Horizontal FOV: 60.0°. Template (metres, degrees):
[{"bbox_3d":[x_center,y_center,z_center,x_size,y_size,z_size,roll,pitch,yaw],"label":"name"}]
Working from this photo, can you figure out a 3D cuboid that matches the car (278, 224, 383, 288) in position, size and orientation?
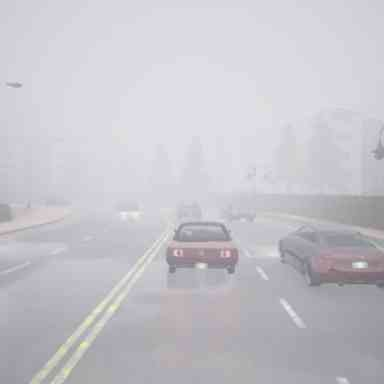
[{"bbox_3d":[3.777,1.584,9.364,1.994,1.385,4.181,1,0,2],"label":"car"}]

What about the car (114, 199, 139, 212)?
[{"bbox_3d":[-7.249,1.433,36.851,1.994,1.385,4.181,1,0,-26],"label":"car"}]

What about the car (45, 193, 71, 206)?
[{"bbox_3d":[-19.328,1.085,47.888,4.553,1.767,2.097,1,0,43],"label":"car"}]

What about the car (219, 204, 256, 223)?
[{"bbox_3d":[3.351,1.591,25.606,1.895,1.301,4.718,1,0,-6],"label":"car"}]

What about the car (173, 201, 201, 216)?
[{"bbox_3d":[-0.451,1.442,27.336,2.128,1.511,4.902,1,0,-9],"label":"car"}]

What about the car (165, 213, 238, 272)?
[{"bbox_3d":[0.316,1.586,10.682,1.895,1.301,4.718,1,0,2],"label":"car"}]
